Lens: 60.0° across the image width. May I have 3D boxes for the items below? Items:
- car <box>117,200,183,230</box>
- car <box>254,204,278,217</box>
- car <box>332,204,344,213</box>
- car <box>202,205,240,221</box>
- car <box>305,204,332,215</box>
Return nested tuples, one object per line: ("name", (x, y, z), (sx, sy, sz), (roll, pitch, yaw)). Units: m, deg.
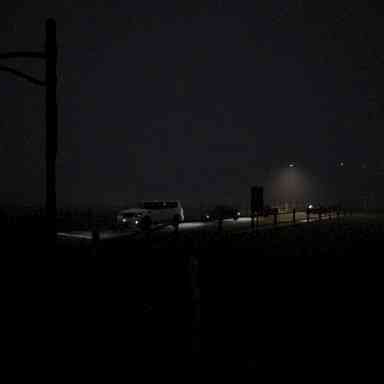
("car", (-2.910, 1.606, 24.585), (2.150, 2.045, 5.566), (0, -1, 36))
("car", (8.943, 2.265, 40.747), (2.128, 1.511, 4.902), (0, -1, 36))
("car", (23.367, 2.670, 54.188), (1.812, 1.442, 4.674), (0, -1, 37))
("car", (2.908, 2.066, 32.521), (2.128, 1.511, 4.902), (0, -1, 36))
("car", (17.172, 2.483, 45.757), (2.033, 1.411, 5.357), (0, -1, 36))
